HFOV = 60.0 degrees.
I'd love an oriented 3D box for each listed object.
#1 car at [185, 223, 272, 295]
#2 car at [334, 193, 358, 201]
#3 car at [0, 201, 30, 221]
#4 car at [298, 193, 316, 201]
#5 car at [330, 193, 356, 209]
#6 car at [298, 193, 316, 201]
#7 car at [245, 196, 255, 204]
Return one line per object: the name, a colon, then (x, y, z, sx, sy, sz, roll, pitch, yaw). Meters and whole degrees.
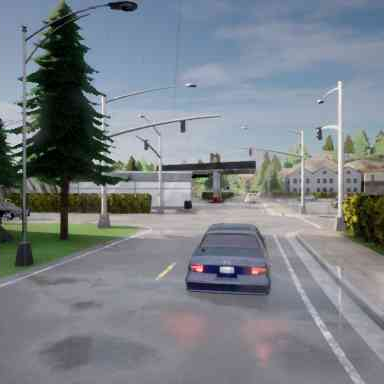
car: (1.093, 1.547, 8.884, 2.033, 1.411, 5.357, 0, 0, 10)
car: (34.568, 1.097, 74.643, 4.605, 1.855, 1.932, 0, 0, 10)
car: (-15.737, 1.492, 27.210, 4.902, 1.511, 2.128, 0, 0, 10)
car: (27.398, 1.077, 79.257, 3.866, 1.878, 1.905, 0, 0, 10)
car: (20.262, 1.330, 42.355, 5.027, 1.636, 2.152, 0, 0, 10)
car: (26.214, 1.361, 76.091, 3.806, 1.475, 1.970, 0, 0, 10)
car: (11.231, 1.526, 64.763, 1.812, 1.442, 4.674, 0, 0, 10)
